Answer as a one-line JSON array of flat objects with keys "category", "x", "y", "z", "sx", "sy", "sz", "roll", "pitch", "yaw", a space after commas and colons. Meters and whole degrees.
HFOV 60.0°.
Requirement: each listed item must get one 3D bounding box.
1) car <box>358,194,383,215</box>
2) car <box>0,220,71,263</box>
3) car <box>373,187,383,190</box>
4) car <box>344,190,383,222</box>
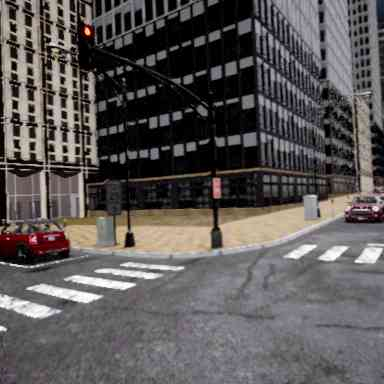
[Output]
[{"category": "car", "x": 13.857, "y": 0.893, "z": 25.008, "sx": 1.802, "sy": 1.307, "sz": 4.206, "roll": -2, "pitch": 1, "yaw": 35}, {"category": "car", "x": -6.989, "y": 1.910, "z": 13.955, "sx": 4.097, "sy": 1.590, "sz": 1.967, "roll": -3, "pitch": -1, "yaw": 35}, {"category": "car", "x": 17.028, "y": 0.465, "z": 29.581, "sx": 2.192, "sy": 1.841, "sz": 5.009, "roll": -2, "pitch": 1, "yaw": 35}, {"category": "car", "x": 10.671, "y": 0.912, "z": 20.430, "sx": 1.967, "sy": 1.590, "sz": 4.097, "roll": -2, "pitch": 1, "yaw": 35}]
